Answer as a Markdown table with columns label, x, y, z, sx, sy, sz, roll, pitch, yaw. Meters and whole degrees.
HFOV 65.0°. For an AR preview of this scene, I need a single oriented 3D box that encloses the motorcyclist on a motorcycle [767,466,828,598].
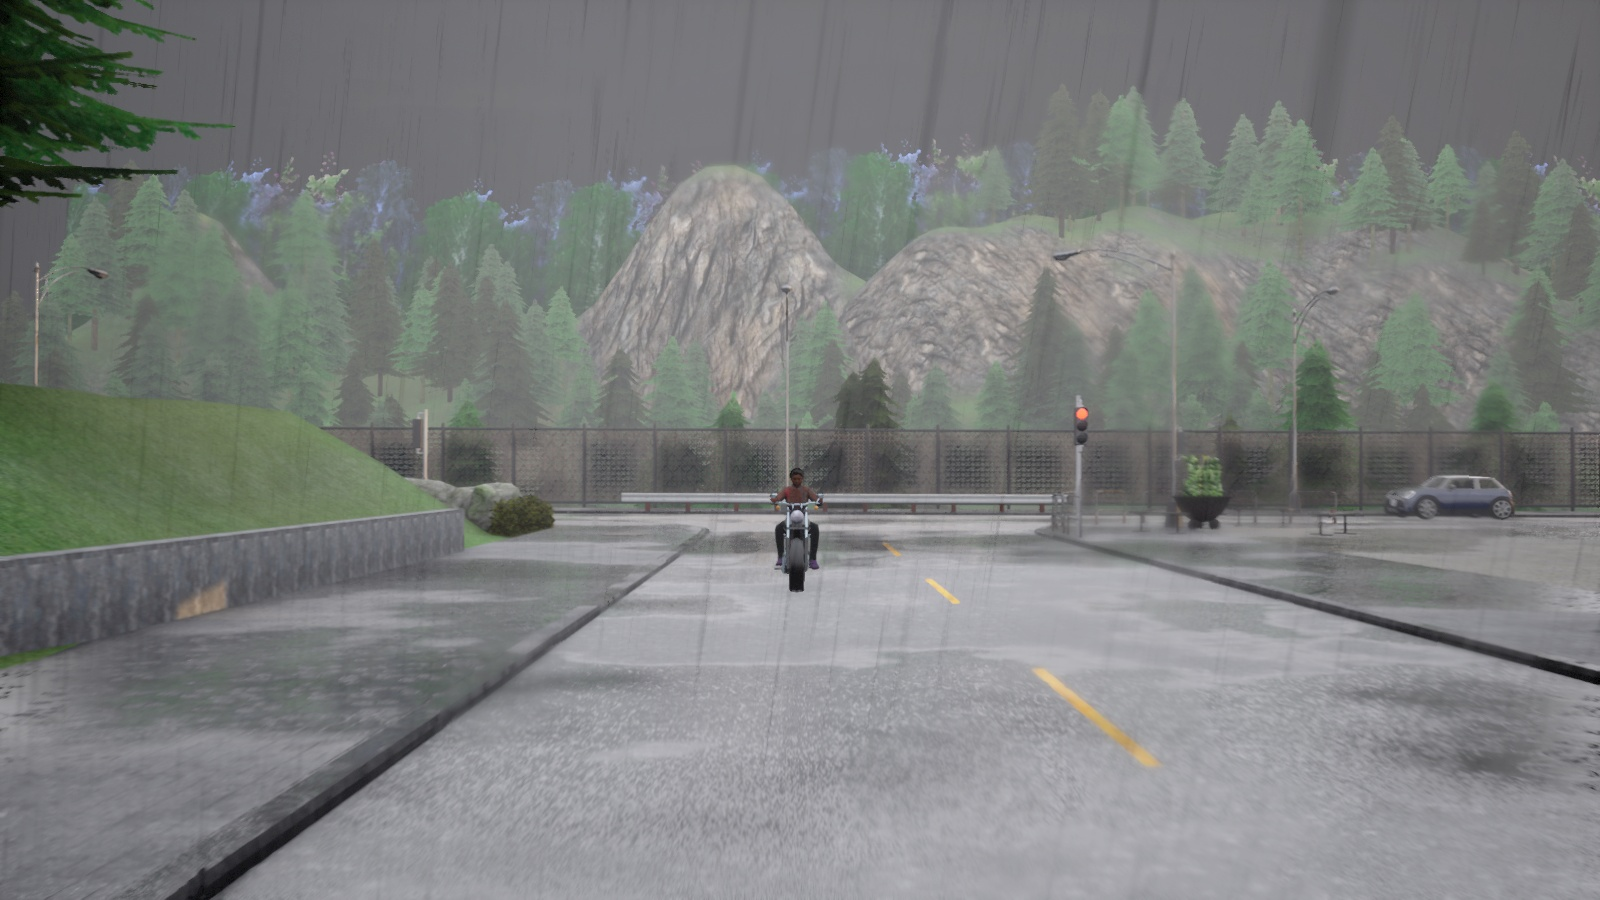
| label | x | y | z | sx | sy | sz | roll | pitch | yaw |
| --- | --- | --- | --- | --- | --- | --- | --- | --- | --- |
| motorcyclist on a motorcycle | -0.035 | 1.050 | 16.996 | 0.766 | 1.649 | 2.350 | 0 | -1 | 0 |

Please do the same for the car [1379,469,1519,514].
| label | x | y | z | sx | sy | sz | roll | pitch | yaw |
| --- | --- | --- | --- | --- | --- | --- | --- | --- | --- |
| car | 22.287 | 1.414 | 43.232 | 3.806 | 1.475 | 1.970 | 0 | -1 | 0 |
